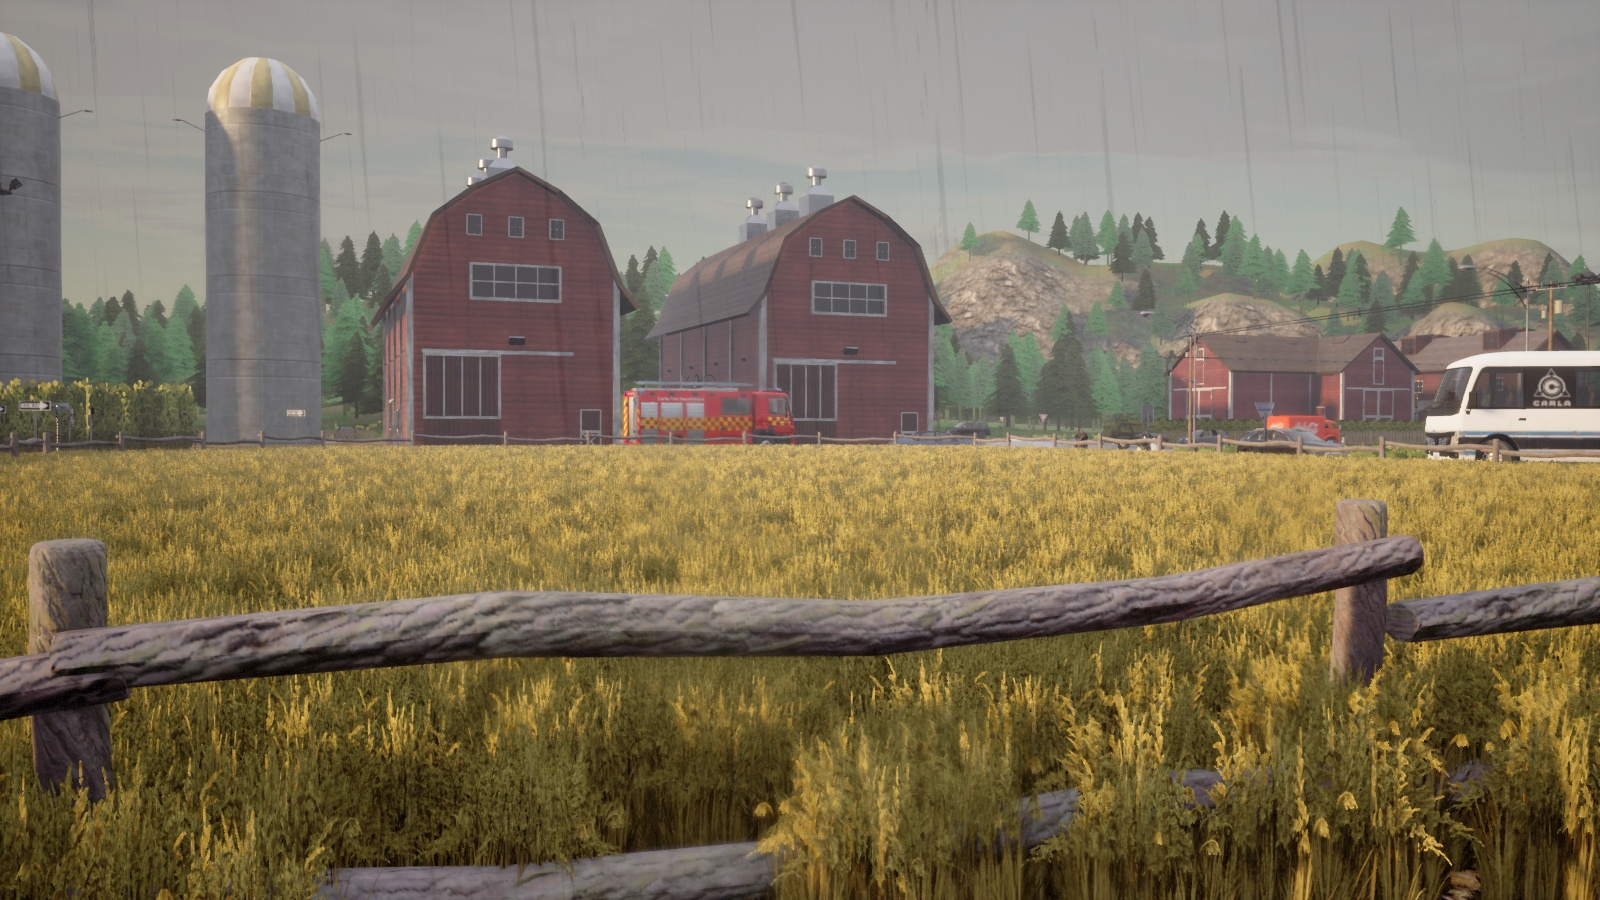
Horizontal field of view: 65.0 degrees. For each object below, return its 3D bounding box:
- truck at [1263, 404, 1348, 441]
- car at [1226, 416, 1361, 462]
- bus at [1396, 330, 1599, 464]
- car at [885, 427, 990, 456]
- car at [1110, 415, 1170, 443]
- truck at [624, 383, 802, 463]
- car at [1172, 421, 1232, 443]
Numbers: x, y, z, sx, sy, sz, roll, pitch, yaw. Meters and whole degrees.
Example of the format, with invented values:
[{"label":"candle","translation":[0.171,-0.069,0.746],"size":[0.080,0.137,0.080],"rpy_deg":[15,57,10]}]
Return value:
[{"label":"truck","translation":[35.453,-1.915,88.113],"size":[5.204,2.467,2.627],"rpy_deg":[-1,0,-25]},{"label":"car","translation":[18.755,-0.439,47.991],"size":[2.033,1.649,4.856],"rpy_deg":[-1,1,-21]},{"label":"bus","translation":[26.218,-1.773,42.418],"size":[10.273,4.253,3.944],"rpy_deg":[-1,1,10]},{"label":"car","translation":[7.265,-0.477,66.913],"size":[5.357,1.411,2.033],"rpy_deg":[-1,1,1]},{"label":"car","translation":[23.014,-1.422,85.010],"size":[3.866,1.878,1.905],"rpy_deg":[0,1,15]},{"label":"truck","translation":[-4.391,-1.420,63.687],"size":[8.468,3.827,2.891],"rpy_deg":[-1,1,-24]},{"label":"car","translation":[28.451,-1.306,88.899],"size":[3.633,1.501,1.845],"rpy_deg":[-1,1,-13]}]
